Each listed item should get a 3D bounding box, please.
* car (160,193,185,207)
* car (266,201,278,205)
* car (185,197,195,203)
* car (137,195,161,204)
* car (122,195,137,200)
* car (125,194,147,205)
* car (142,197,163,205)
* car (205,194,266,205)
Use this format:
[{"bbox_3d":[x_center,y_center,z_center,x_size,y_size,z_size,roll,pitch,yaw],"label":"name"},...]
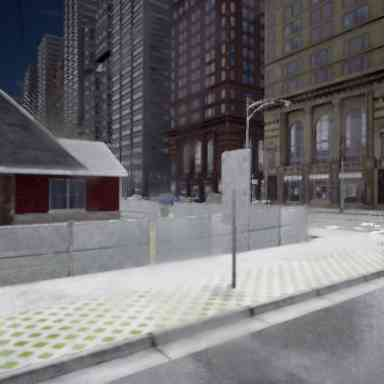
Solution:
[{"bbox_3d":[-3.893,1.201,50.766,2.150,2.045,5.566,0,0,-35],"label":"car"},{"bbox_3d":[6.620,1.503,29.889,1.812,1.442,4.674,0,0,-35],"label":"car"},{"bbox_3d":[-1.464,1.480,52.969,2.128,1.511,4.902,0,0,-35],"label":"car"},{"bbox_3d":[-7.001,1.477,49.376,1.837,1.490,4.892,0,-1,-35],"label":"car"},{"bbox_3d":[-10.323,1.468,48.467,1.837,1.490,4.892,0,0,-35],"label":"car"},{"bbox_3d":[-9.990,1.328,59.373,2.097,1.767,4.553,0,0,-35],"label":"car"},{"bbox_3d":[-7.366,1.586,61.289,1.895,1.301,4.718,0,0,-35],"label":"car"},{"bbox_3d":[3.358,1.190,28.878,2.150,2.045,5.566,0,0,-35],"label":"car"}]
